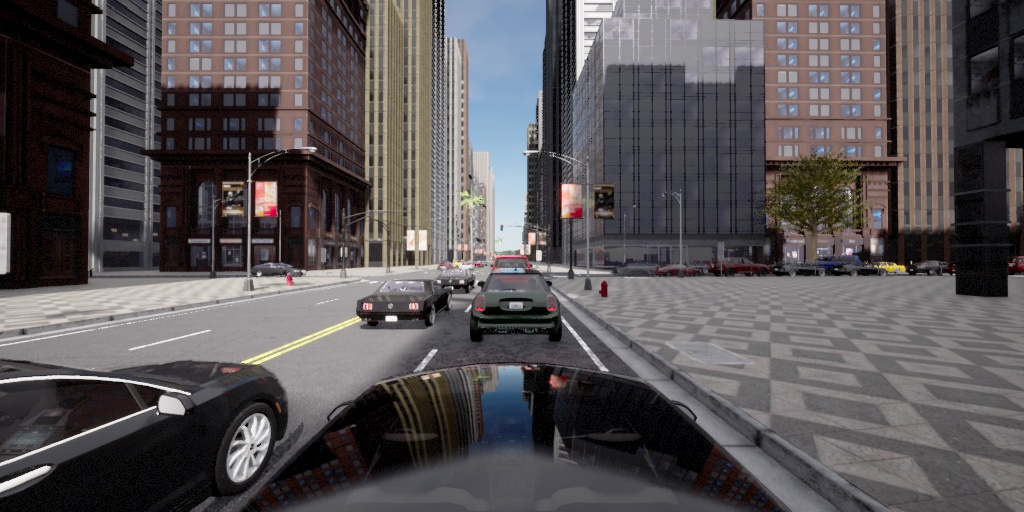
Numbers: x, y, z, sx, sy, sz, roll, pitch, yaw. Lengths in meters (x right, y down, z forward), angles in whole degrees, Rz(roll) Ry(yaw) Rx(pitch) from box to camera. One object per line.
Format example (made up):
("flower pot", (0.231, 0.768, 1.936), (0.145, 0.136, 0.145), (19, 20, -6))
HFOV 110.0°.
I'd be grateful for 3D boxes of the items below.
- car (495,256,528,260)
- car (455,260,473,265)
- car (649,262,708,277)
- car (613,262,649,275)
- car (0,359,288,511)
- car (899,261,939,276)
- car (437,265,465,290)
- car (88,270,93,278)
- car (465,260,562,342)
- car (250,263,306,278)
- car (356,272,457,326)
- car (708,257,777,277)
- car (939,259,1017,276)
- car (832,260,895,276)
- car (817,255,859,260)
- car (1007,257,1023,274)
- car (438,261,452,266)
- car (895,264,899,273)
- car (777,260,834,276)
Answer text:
("car", (-0.034, 1.003, 19.504), (2.150, 2.045, 5.566), (0, 0, 0))
("car", (-6.691, 1.576, 52.875), (1.895, 1.301, 4.718), (0, 0, 0))
("car", (15.258, 1.327, 33.000), (4.207, 1.307, 1.802), (0, 0, -1))
("car", (13.083, 1.385, 38.741), (4.181, 1.385, 1.994), (0, -1, -1))
("car", (-3.150, 1.255, 1.612), (1.837, 1.490, 4.892), (0, 0, 0))
("car", (42.526, 1.228, 36.106), (4.674, 1.442, 1.812), (0, -1, -1))
("car", (-3.187, 1.388, 20.800), (1.895, 1.301, 4.718), (0, 0, 0))
("car", (-44.027, 1.624, 34.941), (4.718, 1.301, 1.895), (0, -1, 0))
("car", (0.082, 1.108, 9.983), (2.097, 1.767, 4.553), (0, 0, 0))
("car", (-22.710, 1.416, 34.959), (4.902, 1.511, 2.128), (0, -1, 0))
("car", (-3.166, 1.361, 11.631), (1.895, 1.301, 4.718), (0, 0, 0))
("car", (20.896, 1.041, 33.098), (5.009, 1.841, 2.192), (0, 0, -1))
("car", (43.446, 1.214, 33.491), (4.507, 1.381, 1.888), (0, 0, -1))
("car", (32.170, 1.260, 33.294), (4.313, 1.339, 1.948), (0, 0, -1))
("car", (34.834, 0.977, 39.111), (5.566, 2.045, 2.150), (0, -1, -1))
("car", (49.084, 0.973, 33.589), (5.009, 1.841, 2.192), (0, 0, -1))
("car", (-9.937, 1.505, 53.373), (1.812, 1.442, 4.674), (0, 0, -2))
("car", (43.134, 1.296, 42.011), (4.829, 1.417, 1.751), (0, 0, -1))
("car", (26.533, 1.276, 33.196), (4.313, 1.339, 1.948), (0, 0, -1))
